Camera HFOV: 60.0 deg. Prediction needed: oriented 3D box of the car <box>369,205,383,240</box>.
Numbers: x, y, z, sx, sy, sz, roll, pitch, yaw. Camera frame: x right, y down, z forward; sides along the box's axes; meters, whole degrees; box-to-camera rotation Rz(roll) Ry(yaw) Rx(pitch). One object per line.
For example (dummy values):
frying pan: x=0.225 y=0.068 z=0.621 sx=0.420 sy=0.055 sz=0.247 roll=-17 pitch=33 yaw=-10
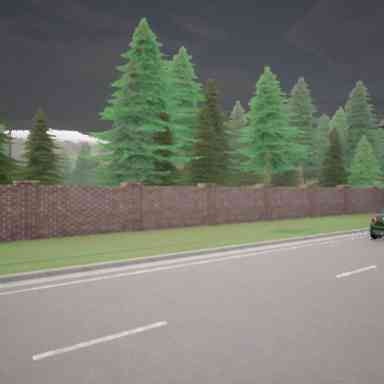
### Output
car: x=10.201 y=1.299 z=15.324 sx=4.553 sy=1.767 sz=2.097 roll=0 pitch=0 yaw=-35
